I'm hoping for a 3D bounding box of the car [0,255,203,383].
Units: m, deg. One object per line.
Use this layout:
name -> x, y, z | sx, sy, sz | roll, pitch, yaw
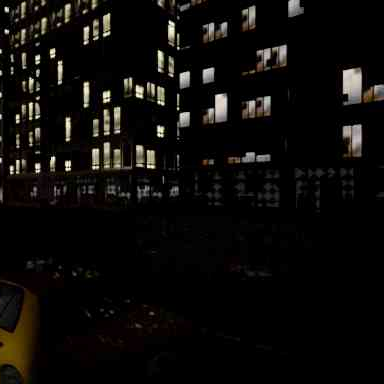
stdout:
car -> -2.170, 1.530, 4.420 | 4.829, 1.417, 1.752 | 0, 0, 36
